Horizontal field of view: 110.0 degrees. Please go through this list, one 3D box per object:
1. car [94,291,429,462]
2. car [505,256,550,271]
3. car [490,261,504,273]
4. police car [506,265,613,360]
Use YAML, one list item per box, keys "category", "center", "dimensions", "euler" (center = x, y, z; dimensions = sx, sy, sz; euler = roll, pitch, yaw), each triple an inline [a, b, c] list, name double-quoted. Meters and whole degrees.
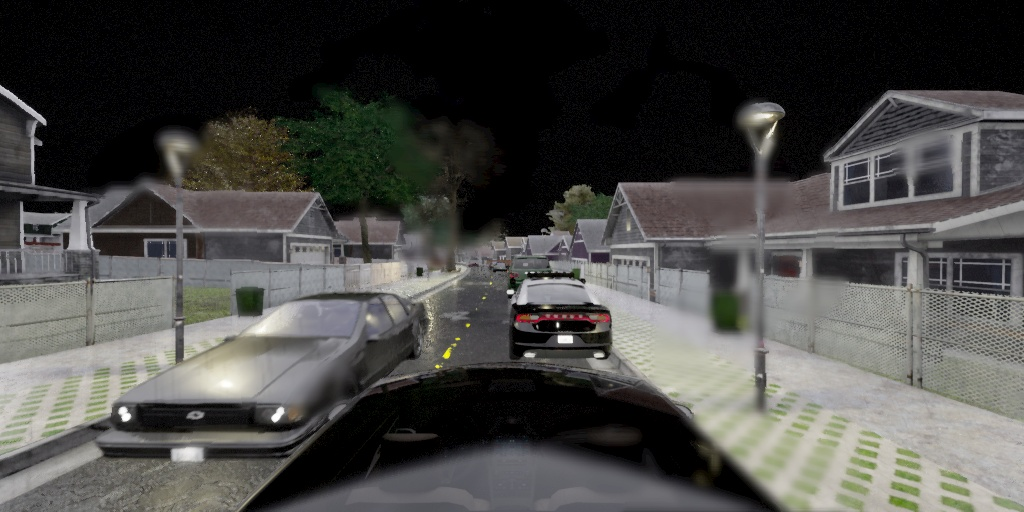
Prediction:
- category: "car"
  center: [-2.726, 1.298, 5.692]
  dimensions: [2.033, 1.411, 5.357]
  euler: [0, 0, 0]
- category: "car"
  center: [0.847, 1.001, 18.479]
  dimensions: [2.150, 2.045, 5.566]
  euler: [0, 0, -1]
- category: "car"
  center: [-1.507, 1.477, 47.472]
  dimensions: [1.994, 1.385, 4.181]
  euler: [0, 0, -4]
- category: "police car"
  center: [0.899, 1.180, 8.505]
  dimensions: [1.930, 1.638, 5.238]
  euler: [0, 0, 0]
